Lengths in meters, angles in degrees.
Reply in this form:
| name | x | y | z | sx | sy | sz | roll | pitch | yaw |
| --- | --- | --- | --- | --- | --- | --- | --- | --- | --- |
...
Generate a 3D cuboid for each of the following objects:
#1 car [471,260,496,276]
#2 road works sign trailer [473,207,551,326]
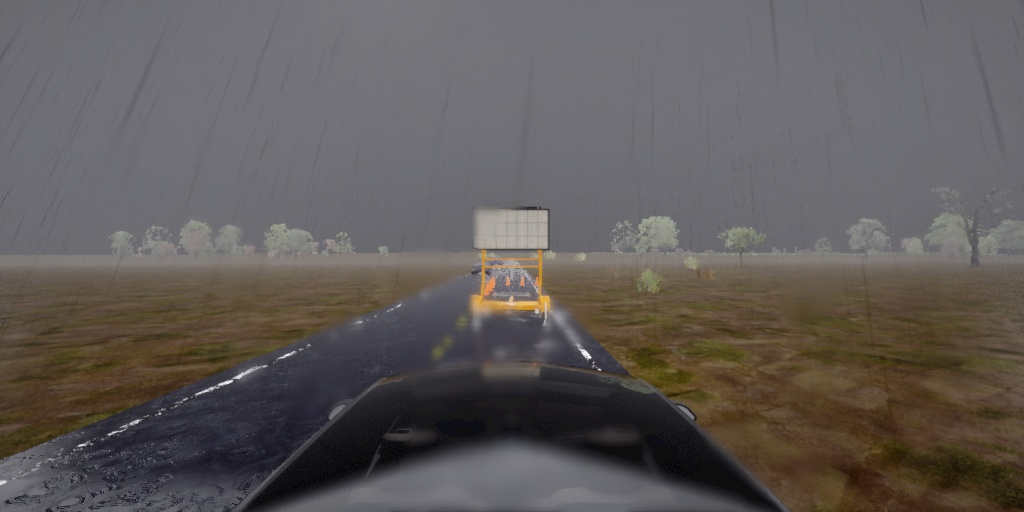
| name | x | y | z | sx | sy | sz | roll | pitch | yaw |
| --- | --- | --- | --- | --- | --- | --- | --- | --- | --- |
| car | -3.101 | 1.297 | 37.188 | 2.033 | 1.411 | 5.357 | 0 | 0 | 0 |
| road works sign trailer | -0.001 | 0.214 | 11.611 | 2.380 | 3.560 | 2.880 | 0 | 0 | 0 |
